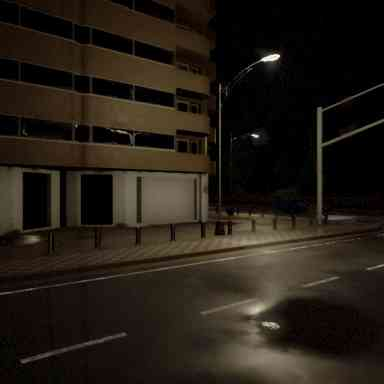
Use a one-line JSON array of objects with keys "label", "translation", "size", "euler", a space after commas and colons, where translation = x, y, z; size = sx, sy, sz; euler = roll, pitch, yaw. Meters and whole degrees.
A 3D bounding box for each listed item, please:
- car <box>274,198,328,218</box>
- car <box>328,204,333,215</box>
[{"label": "car", "translation": [9.874, 1.582, 31.132], "size": [1.812, 1.442, 4.674], "euler": [0, 0, -37]}, {"label": "car", "translation": [12.039, 1.408, 34.083], "size": [2.097, 1.767, 4.553], "euler": [0, 0, -36]}]
